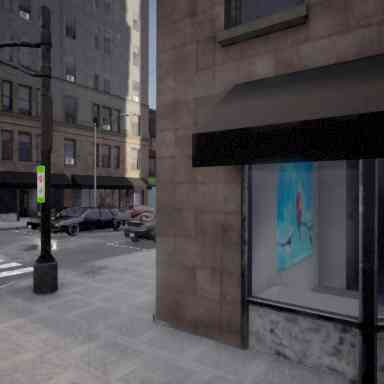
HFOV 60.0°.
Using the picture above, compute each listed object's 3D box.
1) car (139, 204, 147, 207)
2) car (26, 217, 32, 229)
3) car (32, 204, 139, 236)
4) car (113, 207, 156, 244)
[{"bbox_3d":[-4.495,1.583,24.961,1.802,1.307,4.206,0,0,35],"label":"car"},{"bbox_3d":[-7.786,1.563,20.329,1.947,1.339,4.313,0,0,35],"label":"car"},{"bbox_3d":[-5.761,1.553,18.798,2.033,1.411,5.357,0,0,35],"label":"car"},{"bbox_3d":[-1.245,1.573,15.680,2.008,1.369,4.403,0,0,35],"label":"car"}]
